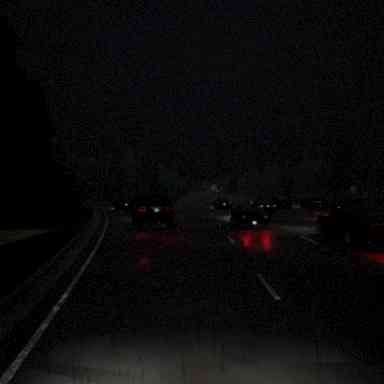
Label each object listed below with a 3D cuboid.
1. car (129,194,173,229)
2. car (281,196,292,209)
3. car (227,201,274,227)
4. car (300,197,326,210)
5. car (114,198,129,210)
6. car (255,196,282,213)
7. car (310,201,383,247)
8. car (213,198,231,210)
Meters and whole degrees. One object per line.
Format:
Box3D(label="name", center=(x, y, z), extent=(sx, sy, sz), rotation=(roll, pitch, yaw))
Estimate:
Box3D(label="car", center=(-2.604, 1.113, 21.283), extent=(2.150, 2.045, 5.566), rotation=(0, 0, -13))
Box3D(label="car", center=(10.695, 1.258, 40.745), extent=(1.882, 1.535, 5.008), rotation=(0, 0, 0))
Box3D(label="car", center=(3.652, 1.486, 21.580), extent=(1.895, 1.301, 4.718), rotation=(0, 0, 0))
Box3D(label="car", center=(14.191, 1.277, 39.128), extent=(2.128, 1.511, 4.902), rotation=(0, 0, 0))
Box3D(label="car", center=(-7.947, 1.369, 38.785), extent=(1.994, 1.385, 4.181), rotation=(0, 0, -19))
Box3D(label="car", center=(7.179, 1.366, 33.792), extent=(2.033, 1.411, 5.357), rotation=(0, 0, 0))
Box3D(label="car", center=(7.136, 1.396, 14.637), extent=(1.882, 1.535, 5.008), rotation=(0, 0, 0))
Box3D(label="car", center=(3.692, 1.355, 39.806), extent=(1.994, 1.385, 4.181), rotation=(0, 0, 0))
